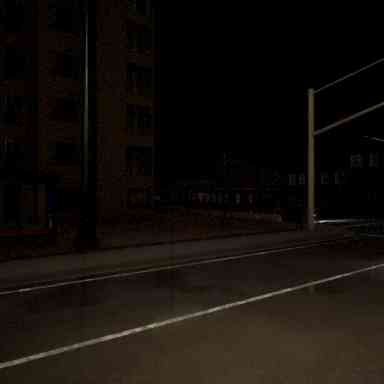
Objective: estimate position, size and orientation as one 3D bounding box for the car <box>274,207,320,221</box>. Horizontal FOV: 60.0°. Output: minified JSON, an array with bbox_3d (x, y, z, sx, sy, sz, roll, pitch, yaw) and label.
[{"bbox_3d":[9.656,2.053,30.988,1.994,1.385,4.181,0,-4,-36],"label":"car"}]
